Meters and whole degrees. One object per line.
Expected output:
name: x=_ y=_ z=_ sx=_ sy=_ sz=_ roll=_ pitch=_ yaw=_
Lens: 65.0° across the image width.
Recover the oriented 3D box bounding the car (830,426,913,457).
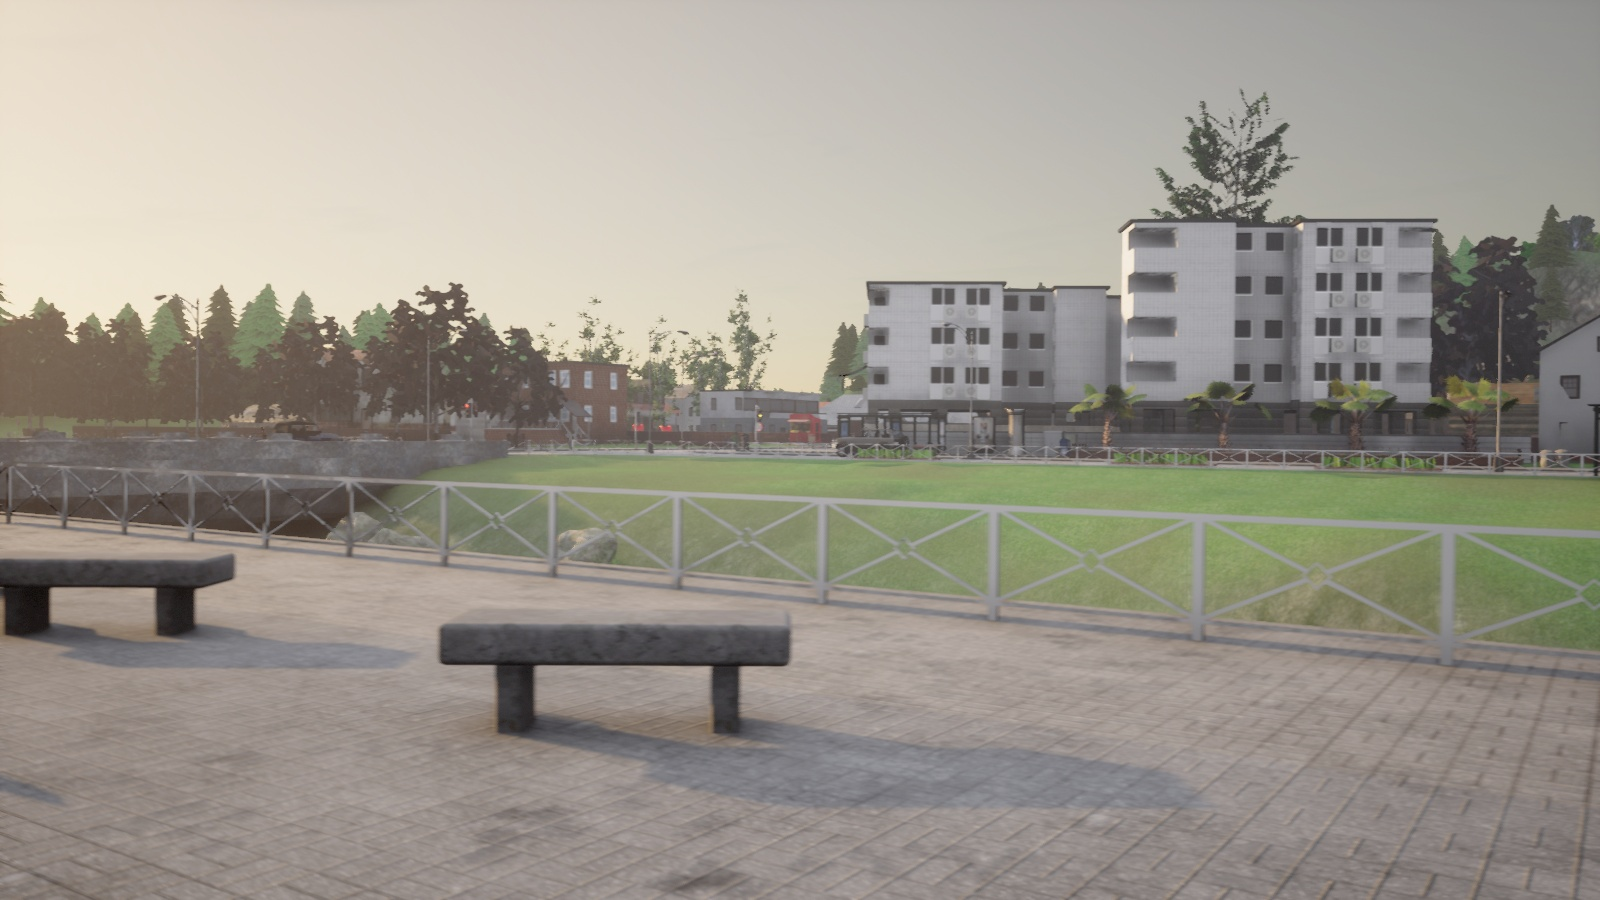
car: x=4.267 y=-0.520 z=75.469 sx=4.605 sy=1.855 sz=1.932 roll=0 pitch=1 yaw=34

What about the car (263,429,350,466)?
car: x=-26.150 y=-0.146 z=66.660 sx=1.905 sy=1.878 sz=3.866 roll=0 pitch=1 yaw=33
